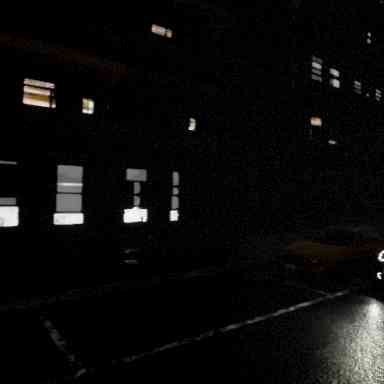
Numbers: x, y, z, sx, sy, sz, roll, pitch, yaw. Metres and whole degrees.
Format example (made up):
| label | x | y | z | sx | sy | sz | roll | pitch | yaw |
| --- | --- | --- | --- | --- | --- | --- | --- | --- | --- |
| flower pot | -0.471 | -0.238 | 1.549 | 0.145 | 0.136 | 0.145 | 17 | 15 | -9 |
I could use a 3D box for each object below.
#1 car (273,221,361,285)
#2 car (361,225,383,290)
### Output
| label | x | y | z | sx | sy | sz | roll | pitch | yaw |
| --- | --- | --- | --- | --- | --- | --- | --- | --- | --- |
| car | 4.416 | 1.570 | 9.684 | 4.829 | 1.417 | 1.752 | 0 | 1 | -35 |
| car | 6.276 | 1.399 | 7.836 | 4.553 | 1.767 | 2.097 | 0 | 0 | -35 |
